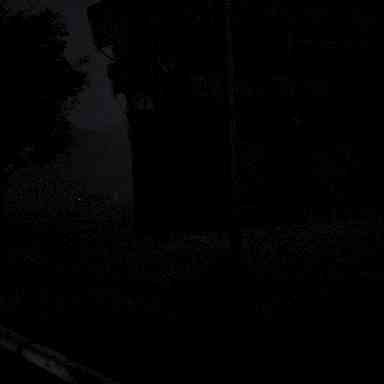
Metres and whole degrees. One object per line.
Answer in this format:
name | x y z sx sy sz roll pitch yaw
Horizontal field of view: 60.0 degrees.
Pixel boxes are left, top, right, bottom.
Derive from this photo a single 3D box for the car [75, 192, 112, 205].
car | -11.184 0.641 37.942 1.994 1.385 4.181 -3 1 34
